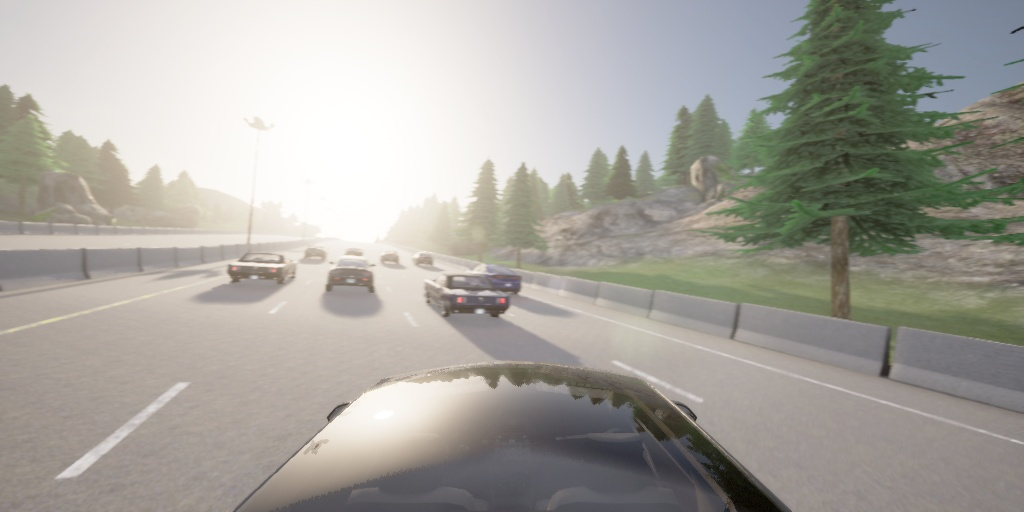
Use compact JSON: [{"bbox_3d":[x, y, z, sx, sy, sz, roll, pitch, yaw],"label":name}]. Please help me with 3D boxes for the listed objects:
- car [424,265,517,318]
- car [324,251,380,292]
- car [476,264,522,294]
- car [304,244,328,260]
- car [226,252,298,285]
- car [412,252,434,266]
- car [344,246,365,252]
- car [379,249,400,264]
[{"bbox_3d":[-1.789,1.245,12.428,1.895,1.301,4.718,5,0,-24],"label":"car"},{"bbox_3d":[-7.254,0.723,16.262,1.812,1.442,4.674,5,0,-24],"label":"car"},{"bbox_3d":[-1.153,1.176,19.746,1.882,1.535,5.008,5,0,-24],"label":"car"},{"bbox_3d":[-19.654,-0.470,36.085,2.128,1.511,4.902,5,1,-24],"label":"car"},{"bbox_3d":[-11.067,0.484,16.266,1.895,1.301,4.718,5,0,-24],"label":"car"},{"bbox_3d":[-10.020,0.337,40.184,1.837,1.490,4.892,5,1,-24],"label":"car"},{"bbox_3d":[-17.020,-0.285,38.787,1.882,1.535,5.008,5,1,-24],"label":"car"},{"bbox_3d":[-13.438,0.035,39.296,2.128,1.511,4.902,5,1,-24],"label":"car"}]
